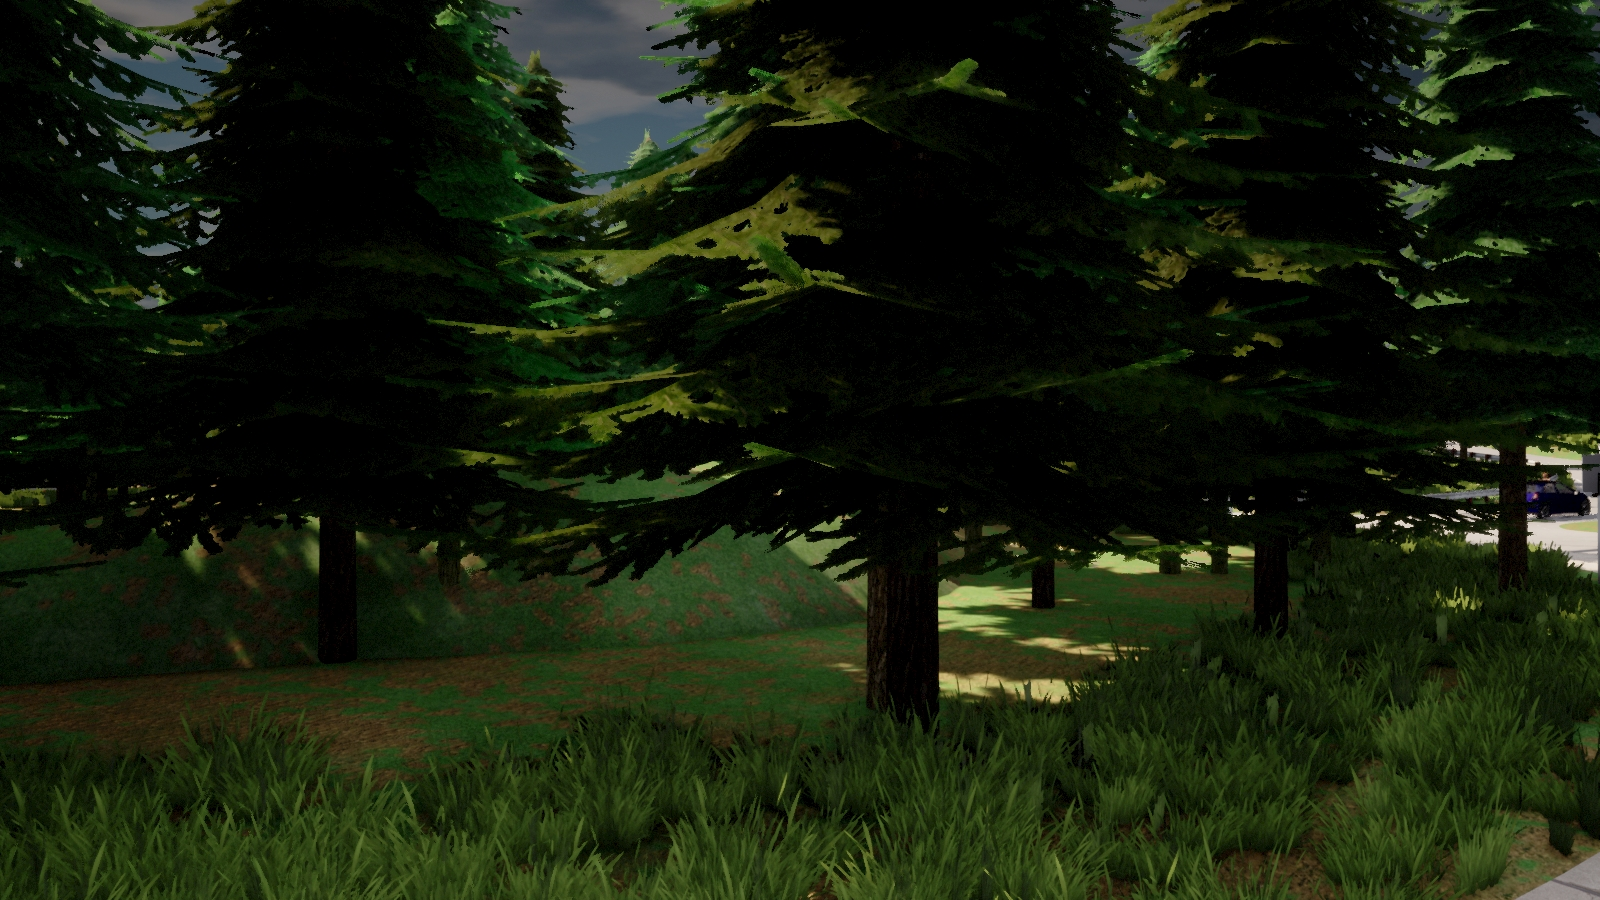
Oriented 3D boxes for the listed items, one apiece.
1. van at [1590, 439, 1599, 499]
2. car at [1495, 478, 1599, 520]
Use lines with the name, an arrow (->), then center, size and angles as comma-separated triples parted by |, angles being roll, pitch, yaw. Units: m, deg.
van -> 40.477, 0.888, 56.508 | 1.988, 2.561, 5.915 | 0, 3, 37
car -> 30.383, 1.961, 46.479 | 3.633, 1.501, 1.845 | -1, 1, -24
